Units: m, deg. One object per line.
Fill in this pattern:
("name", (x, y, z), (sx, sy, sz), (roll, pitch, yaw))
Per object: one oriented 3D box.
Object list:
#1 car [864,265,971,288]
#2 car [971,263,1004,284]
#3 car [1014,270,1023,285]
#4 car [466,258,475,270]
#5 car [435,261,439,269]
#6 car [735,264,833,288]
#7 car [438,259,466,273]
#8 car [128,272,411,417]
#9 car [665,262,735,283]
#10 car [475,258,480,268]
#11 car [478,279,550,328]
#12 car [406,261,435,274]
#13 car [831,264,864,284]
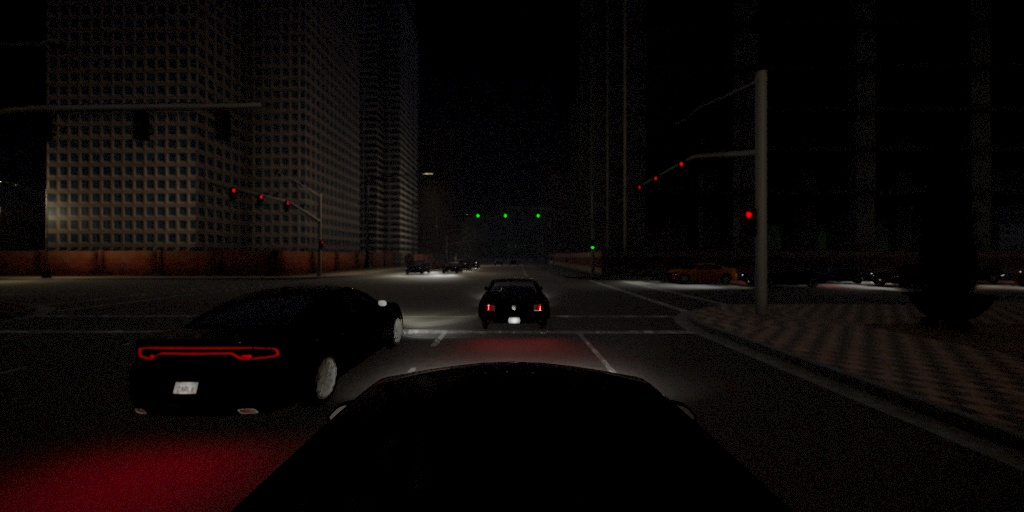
("car", (26.682, 1.304, 23.725), (4.674, 1.442, 1.812), (0, 0, 0))
("car", (33.997, 1.274, 27.181), (4.902, 1.511, 2.128), (0, 0, 1))
("car", (36.498, 1.131, 23.663), (4.553, 1.767, 2.097), (0, 0, 1))
("car", (-7.096, 1.313, 53.028), (1.837, 1.490, 4.892), (0, 0, 1))
("car", (-10.638, 1.406, 50.802), (1.895, 1.301, 4.718), (0, 0, 1))
("car", (17.900, 1.378, 23.788), (4.718, 1.301, 1.895), (0, 0, 0))
("car", (-7.241, 1.399, 43.812), (1.895, 1.301, 4.718), (0, 0, 1))
("car", (-3.432, 1.233, 6.245), (1.882, 1.535, 5.008), (0, 0, 0))
("car", (14.328, 1.258, 27.310), (5.008, 1.535, 1.882), (0, 0, 0))
("car", (-6.891, 1.172, 63.190), (2.097, 1.767, 4.553), (0, 0, 1))
("car", (0.049, 1.362, 11.431), (1.895, 1.301, 4.718), (0, 0, 0))
("car", (-10.771, 1.272, 41.461), (1.882, 1.535, 5.008), (0, 0, 1))
("car", (24.139, 1.329, 27.250), (5.357, 1.411, 2.033), (0, 0, 0))
